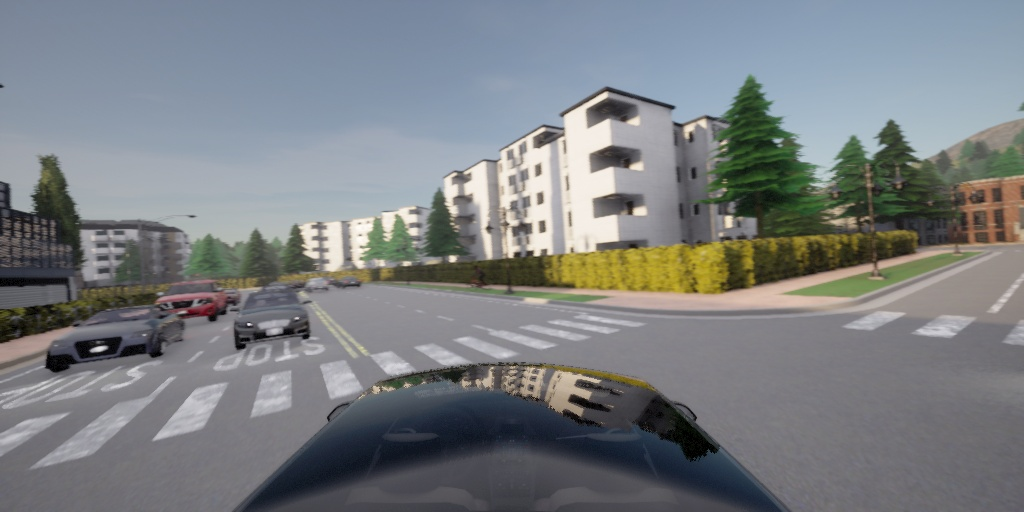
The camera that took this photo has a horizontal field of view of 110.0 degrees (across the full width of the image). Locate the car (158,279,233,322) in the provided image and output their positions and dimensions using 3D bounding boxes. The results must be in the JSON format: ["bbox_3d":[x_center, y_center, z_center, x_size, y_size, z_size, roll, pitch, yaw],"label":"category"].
[{"bbox_3d":[-16.216,2.284,18.375,2.150,2.045,5.566,-4,-1,-32],"label":"car"}]

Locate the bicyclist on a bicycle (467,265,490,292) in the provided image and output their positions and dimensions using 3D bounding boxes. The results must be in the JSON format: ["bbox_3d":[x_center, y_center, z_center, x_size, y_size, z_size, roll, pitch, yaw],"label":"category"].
[{"bbox_3d":[-2.109,1.407,22.626,1.656,1.620,0.582,-3,-1,-32],"label":"bicyclist on a bicycle"}]

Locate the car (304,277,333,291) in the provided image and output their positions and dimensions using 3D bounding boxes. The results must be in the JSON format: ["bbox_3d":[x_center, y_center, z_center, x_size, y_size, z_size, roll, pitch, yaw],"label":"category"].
[{"bbox_3d":[-21.549,3.178,39.582,1.812,1.442,4.674,-4,-1,-36],"label":"car"}]

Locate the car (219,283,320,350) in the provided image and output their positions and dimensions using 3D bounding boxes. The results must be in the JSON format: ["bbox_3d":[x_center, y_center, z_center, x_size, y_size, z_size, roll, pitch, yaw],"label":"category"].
[{"bbox_3d":[-7.796,1.892,11.714,2.128,1.511,4.902,-4,-1,-34],"label":"car"}]

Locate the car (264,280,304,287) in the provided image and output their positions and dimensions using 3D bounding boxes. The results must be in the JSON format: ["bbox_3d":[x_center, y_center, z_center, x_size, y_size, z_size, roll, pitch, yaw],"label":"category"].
[{"bbox_3d":[-12.798,2.324,19.523,2.128,1.511,4.902,-4,-1,-33],"label":"car"}]

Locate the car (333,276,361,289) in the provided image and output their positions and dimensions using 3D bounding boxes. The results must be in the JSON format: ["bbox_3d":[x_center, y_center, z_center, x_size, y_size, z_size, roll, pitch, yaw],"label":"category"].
[{"bbox_3d":[-19.382,3.093,42.505,1.994,1.385,4.181,-4,-1,-37],"label":"car"}]

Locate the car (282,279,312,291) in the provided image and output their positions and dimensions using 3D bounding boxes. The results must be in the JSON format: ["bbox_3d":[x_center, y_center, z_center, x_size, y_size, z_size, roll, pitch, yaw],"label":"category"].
[{"bbox_3d":[-28.423,3.818,47.381,4.718,1.301,1.895,-5,-1,41],"label":"car"}]

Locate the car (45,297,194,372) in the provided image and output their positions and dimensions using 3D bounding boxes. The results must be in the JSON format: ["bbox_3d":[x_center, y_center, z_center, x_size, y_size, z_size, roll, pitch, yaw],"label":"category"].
[{"bbox_3d":[-11.200,2.193,10.471,1.994,1.385,4.181,-4,-1,-32],"label":"car"}]

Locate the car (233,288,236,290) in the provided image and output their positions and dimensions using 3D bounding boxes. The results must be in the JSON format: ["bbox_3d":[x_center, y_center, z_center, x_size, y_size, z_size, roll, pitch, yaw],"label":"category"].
[{"bbox_3d":[-21.604,3.130,26.892,1.895,1.301,4.718,-4,-1,-33],"label":"car"}]
